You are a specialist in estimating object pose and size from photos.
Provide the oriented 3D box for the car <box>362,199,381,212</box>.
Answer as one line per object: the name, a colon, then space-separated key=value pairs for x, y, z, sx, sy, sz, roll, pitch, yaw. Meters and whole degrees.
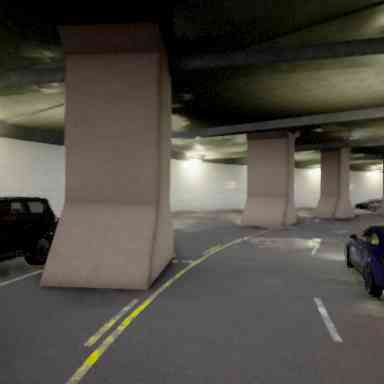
car: x=23.059 y=1.628 z=39.640 sx=4.674 sy=1.442 sz=1.812 roll=0 pitch=0 yaw=-24

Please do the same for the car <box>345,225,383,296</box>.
car: x=5.109 y=1.549 z=8.317 sx=1.812 sy=1.442 sz=4.674 roll=0 pitch=0 yaw=16

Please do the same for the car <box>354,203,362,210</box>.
car: x=24.046 y=1.649 z=43.936 sx=5.357 sy=1.411 sz=2.033 roll=0 pitch=0 yaw=-23

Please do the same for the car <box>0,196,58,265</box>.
car: x=-5.868 y=1.150 z=8.726 sx=2.150 sy=2.045 sz=5.566 roll=0 pitch=0 yaw=14

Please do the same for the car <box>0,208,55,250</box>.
car: x=-7.900 y=1.464 z=13.559 sx=1.994 sy=1.385 sz=4.181 roll=0 pitch=0 yaw=20
